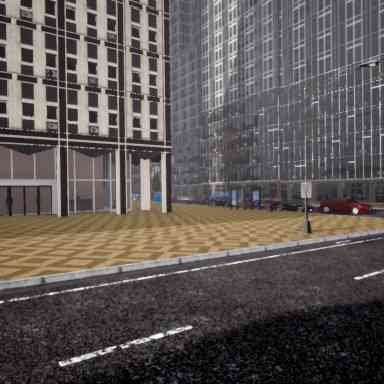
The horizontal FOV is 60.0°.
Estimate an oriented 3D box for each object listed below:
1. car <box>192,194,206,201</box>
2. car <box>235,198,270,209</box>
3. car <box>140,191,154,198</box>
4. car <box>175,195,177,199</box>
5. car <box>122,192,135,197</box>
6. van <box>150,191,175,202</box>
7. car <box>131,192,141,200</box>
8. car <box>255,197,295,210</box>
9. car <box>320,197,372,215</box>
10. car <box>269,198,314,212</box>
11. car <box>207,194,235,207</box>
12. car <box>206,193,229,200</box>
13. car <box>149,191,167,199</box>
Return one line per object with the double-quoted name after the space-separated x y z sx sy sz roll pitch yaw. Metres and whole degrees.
1.698 1.043 63.414 1.802 1.307 4.206 0 1 -34 "car"
7.526 1.388 39.860 1.802 1.307 4.206 0 1 -34 "car"
-11.140 0.686 82.175 1.967 1.590 4.097 0 1 -34 "car"
-4.721 0.936 72.796 1.802 1.307 4.206 0 1 -34 "car"
-17.558 0.688 91.558 2.008 1.369 4.403 0 1 -34 "car"
-5.218 0.937 58.681 1.690 1.788 3.998 0 1 -34 "van"
-11.637 1.039 68.065 2.008 1.369 4.403 0 1 -34 "car"
10.082 1.369 40.900 1.895 1.301 4.718 -1 1 -34 "car"
15.299 1.330 33.255 1.882 1.535 5.008 -1 1 -34 "car"
10.721 1.424 35.157 1.947 1.339 4.313 0 1 -34 "car"
4.365 1.319 44.583 1.947 1.339 4.313 0 1 -34 "car"
4.439 1.241 49.154 1.994 1.385 4.181 -1 1 -34 "car"
-7.930 0.615 77.483 2.192 1.841 5.009 0 1 -34 "car"
